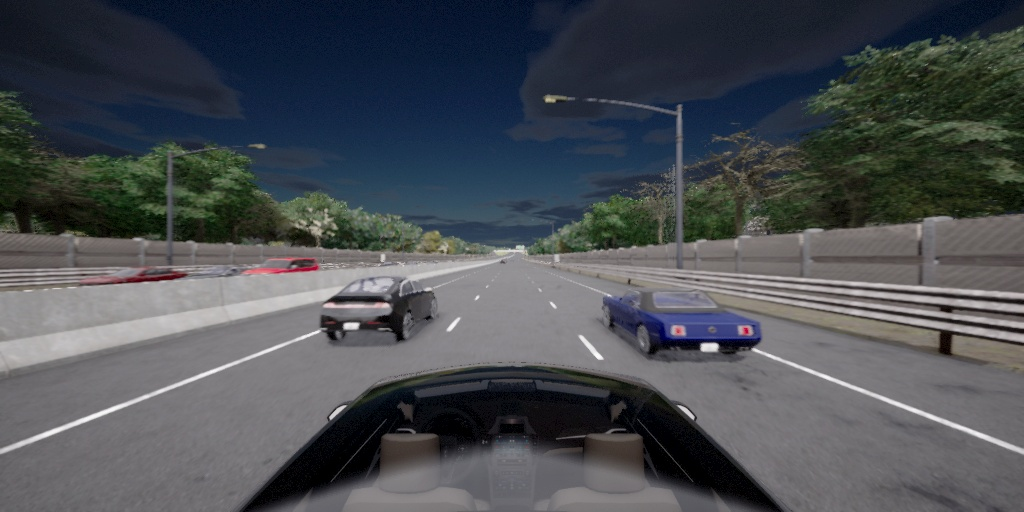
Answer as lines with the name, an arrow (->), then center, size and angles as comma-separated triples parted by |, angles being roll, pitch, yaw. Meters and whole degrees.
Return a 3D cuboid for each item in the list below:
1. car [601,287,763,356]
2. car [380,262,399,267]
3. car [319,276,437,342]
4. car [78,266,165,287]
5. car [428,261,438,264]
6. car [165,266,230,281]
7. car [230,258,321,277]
car -> 3.601, 1.399, 8.750 | 1.895, 1.301, 4.718 | 0, 0, 0
car -> -21.018, 1.758, 61.700 | 2.033, 1.411, 5.357 | 0, -1, 0
car -> -3.400, 1.298, 10.008 | 2.128, 1.511, 4.902 | 0, 0, 0
car -> -21.092, 1.355, 20.287 | 1.882, 1.535, 5.008 | 0, 0, 0
car -> -14.020, 1.715, 63.506 | 1.837, 1.490, 4.892 | 0, 0, 0
car -> -17.590, 1.380, 21.864 | 2.128, 1.511, 4.902 | 0, 0, 0
car -> -14.091, 1.113, 22.264 | 2.150, 2.045, 5.566 | 0, 0, 0
